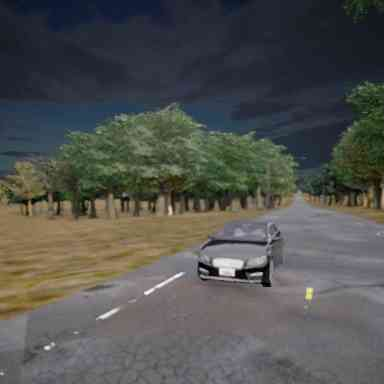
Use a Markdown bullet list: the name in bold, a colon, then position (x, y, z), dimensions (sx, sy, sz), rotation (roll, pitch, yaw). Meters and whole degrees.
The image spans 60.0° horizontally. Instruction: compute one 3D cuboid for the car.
- **car**: position (1.668, 1.599, 9.931), dimensions (2.128, 1.511, 4.902), rotation (0, -1, 21)
